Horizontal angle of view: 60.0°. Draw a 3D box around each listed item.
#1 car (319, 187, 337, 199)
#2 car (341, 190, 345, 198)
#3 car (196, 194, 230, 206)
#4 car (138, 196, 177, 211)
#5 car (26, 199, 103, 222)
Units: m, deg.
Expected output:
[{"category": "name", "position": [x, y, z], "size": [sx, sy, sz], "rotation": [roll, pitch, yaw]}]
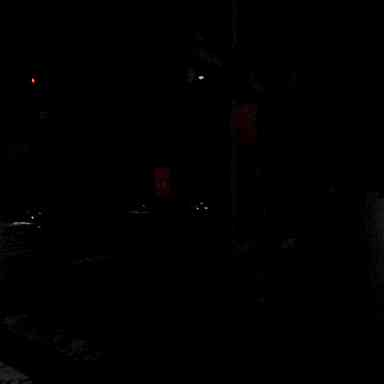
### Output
[{"category": "car", "position": [24.948, 0.107, 61.049], "size": [2.150, 2.045, 5.566], "rotation": [0, 1, 35]}, {"category": "car", "position": [28.200, 0.379, 60.022], "size": [1.837, 1.490, 4.892], "rotation": [0, 1, 34]}, {"category": "car", "position": [2.656, 0.896, 40.739], "size": [2.033, 1.411, 5.357], "rotation": [0, 1, 36]}, {"category": "car", "position": [-3.286, 1.090, 32.221], "size": [1.994, 1.385, 4.181], "rotation": [0, 1, 35]}, {"category": "car", "position": [-8.988, 1.249, 24.050], "size": [2.033, 1.411, 5.357], "rotation": [0, 1, 35]}]
